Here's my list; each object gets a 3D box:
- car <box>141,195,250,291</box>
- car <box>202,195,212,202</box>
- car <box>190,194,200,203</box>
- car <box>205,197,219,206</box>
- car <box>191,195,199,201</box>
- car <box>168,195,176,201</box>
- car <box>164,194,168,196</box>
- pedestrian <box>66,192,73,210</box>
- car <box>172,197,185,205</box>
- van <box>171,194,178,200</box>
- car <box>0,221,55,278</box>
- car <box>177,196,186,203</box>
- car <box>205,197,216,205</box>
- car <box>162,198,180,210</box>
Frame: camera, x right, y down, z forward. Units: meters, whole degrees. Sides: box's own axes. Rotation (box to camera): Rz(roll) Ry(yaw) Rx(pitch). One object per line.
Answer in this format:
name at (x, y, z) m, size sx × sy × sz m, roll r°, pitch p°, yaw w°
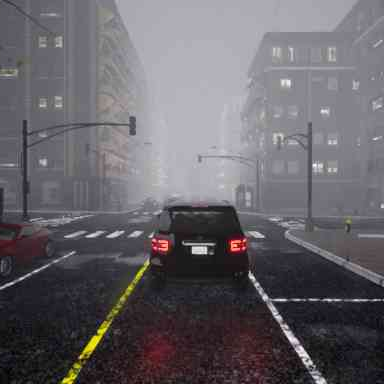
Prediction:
car at (0.171, 1.221, 9.114) m, size 2.150 × 2.045 × 5.566 m, roll 0°, pitch 0°, yaw 1°
car at (3.426, 1.440, 76.184) m, size 1.967 × 1.590 × 4.097 m, roll 0°, pitch 0°, yaw 1°
car at (0.724, 1.354, 72.938) m, size 2.097 × 1.767 × 4.553 m, roll 0°, pitch 0°, yaw 1°
car at (3.204, 1.549, 53.630) m, size 2.008 × 1.369 × 4.403 m, roll 0°, pitch 0°, yaw 1°
car at (0.806, 1.477, 82.715) m, size 1.882 × 1.535 × 5.008 m, roll 0°, pitch 0°, yaw 1°
car at (-4.899, 1.525, 81.741) m, size 1.752 × 1.417 × 4.829 m, roll 0°, pitch 0°, yaw 1°
car at (-5.010, 1.314, 70.633) m, size 2.192 × 1.841 × 5.009 m, roll 0°, pitch 0°, yaw 1°
pedestrian at (-12.395, 0.902, 33.504) m, size 0.375 × 1.860 × 0.375 m, roll 0°, pitch -1°, yaw 0°
car at (-2.466, 1.563, 61.610) m, size 1.994 × 1.385 × 4.181 m, roll 0°, pitch 0°, yaw 1°
van at (-4.786, 1.340, 93.188) m, size 1.690 × 1.788 × 3.998 m, roll 0°, pitch 0°, yaw 1°
car at (-5.607, 1.581, 10.033) m, size 1.802 × 1.307 × 4.206 m, roll 0°, pitch 0°, yaw 1°
car at (-2.302, 1.522, 71.915) m, size 1.812 × 1.442 × 4.674 m, roll 0°, pitch 0°, yaw 1°
car at (3.260, 1.543, 59.268) m, size 1.887 × 1.381 × 4.507 m, roll 0°, pitch 0°, yaw 1°
car at (-2.671, 1.562, 43.069) m, size 1.994 × 1.385 × 4.181 m, roll 0°, pitch 0°, yaw 2°
